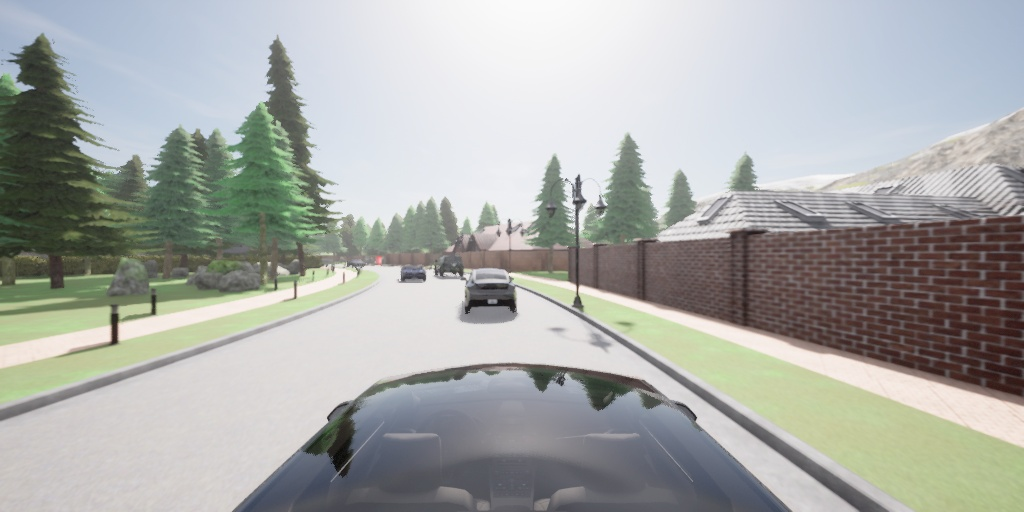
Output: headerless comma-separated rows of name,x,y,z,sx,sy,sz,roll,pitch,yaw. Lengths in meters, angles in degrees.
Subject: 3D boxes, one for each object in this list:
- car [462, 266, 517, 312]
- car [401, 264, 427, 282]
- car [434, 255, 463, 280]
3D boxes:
car,-0.952,1.246,14.184,1.837,1.490,4.892,0,0,-7
car,-7.913,1.353,28.802,1.895,1.301,4.718,0,0,-17
car,-6.294,0.961,35.489,2.150,2.045,5.566,0,0,-20
